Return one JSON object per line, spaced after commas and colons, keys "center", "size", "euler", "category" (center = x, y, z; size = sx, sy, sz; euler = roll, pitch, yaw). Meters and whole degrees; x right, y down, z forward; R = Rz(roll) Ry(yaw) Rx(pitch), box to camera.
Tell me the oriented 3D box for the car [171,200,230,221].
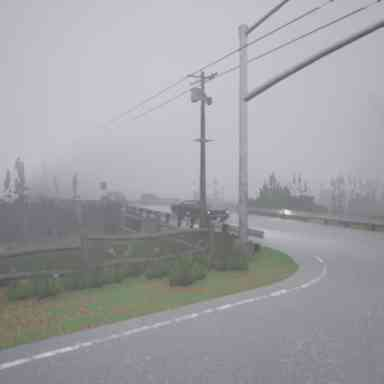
{"center": [0.469, 1.235, 22.368], "size": [1.895, 1.301, 4.718], "euler": [0, 3, -33], "category": "car"}
